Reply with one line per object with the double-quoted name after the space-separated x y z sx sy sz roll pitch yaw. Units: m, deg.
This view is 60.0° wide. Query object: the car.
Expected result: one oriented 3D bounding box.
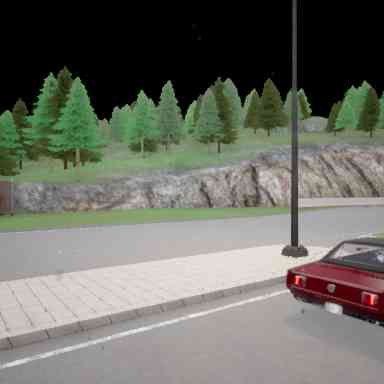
4.108 1.601 6.673 4.718 1.301 1.895 0 0 -35 "car"
